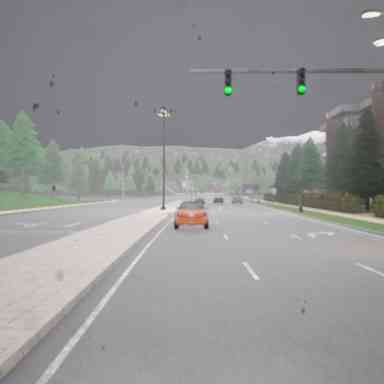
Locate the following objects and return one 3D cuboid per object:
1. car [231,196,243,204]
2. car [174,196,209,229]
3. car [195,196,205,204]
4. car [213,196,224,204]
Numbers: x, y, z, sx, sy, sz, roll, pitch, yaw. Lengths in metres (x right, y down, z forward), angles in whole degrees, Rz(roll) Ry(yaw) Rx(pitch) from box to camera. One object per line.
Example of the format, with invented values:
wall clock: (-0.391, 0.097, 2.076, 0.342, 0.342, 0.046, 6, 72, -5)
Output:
car: (8.466, 1.533, 62.527, 2.033, 1.411, 5.357, 0, 0, 2)
car: (-0.001, 1.349, 21.478, 2.097, 1.767, 4.553, 0, 0, 1)
car: (1.458, 1.515, 62.455, 1.812, 1.442, 4.674, 0, 0, 2)
car: (4.968, 1.465, 62.661, 1.882, 1.535, 5.008, 0, 0, 2)
